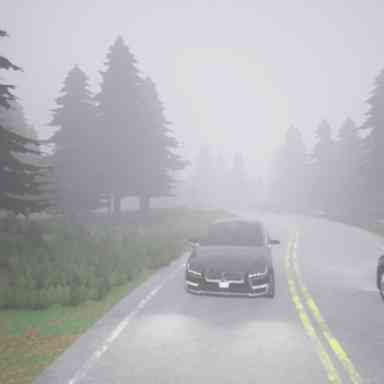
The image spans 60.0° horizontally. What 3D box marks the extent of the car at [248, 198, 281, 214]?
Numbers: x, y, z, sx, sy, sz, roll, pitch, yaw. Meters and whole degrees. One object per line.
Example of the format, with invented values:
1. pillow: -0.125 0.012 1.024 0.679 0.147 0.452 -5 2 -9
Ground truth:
1. car: 7.125 1.321 33.077 1.837 1.490 4.892 1 0 -11

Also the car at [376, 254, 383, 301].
1. car: 4.518 1.295 4.840 2.097 1.767 4.553 -1 0 9

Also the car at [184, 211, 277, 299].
1. car: 1.132 1.480 8.624 1.837 1.490 4.892 -1 0 13

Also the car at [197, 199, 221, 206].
1. car: 2.112 1.722 45.064 1.812 1.442 4.674 3 -5 -35
